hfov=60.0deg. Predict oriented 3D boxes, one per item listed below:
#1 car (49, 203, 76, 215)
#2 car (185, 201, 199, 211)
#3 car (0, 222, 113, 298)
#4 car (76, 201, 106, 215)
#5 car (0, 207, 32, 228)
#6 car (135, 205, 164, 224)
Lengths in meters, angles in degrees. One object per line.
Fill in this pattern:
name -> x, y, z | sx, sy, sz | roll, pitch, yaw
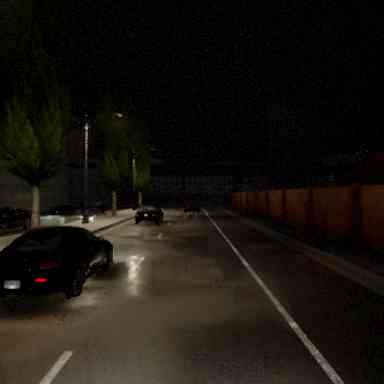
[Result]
car -> -15.002, 1.943, 39.171 | 1.895, 1.301, 4.718 | 0, 0, 0
car -> 0.012, 1.926, 46.220 | 1.812, 1.442, 4.674 | 0, 0, 0
car -> -3.401, 1.601, 8.599 | 1.812, 1.442, 4.674 | 0, 0, 0
car -> -11.502, 1.868, 39.201 | 2.128, 1.511, 4.902 | 0, 0, 0
car -> -11.597, 1.682, 20.345 | 1.837, 1.490, 4.892 | 0, -1, 0
car -> -3.400, 1.782, 27.034 | 2.033, 1.411, 5.357 | 0, -1, 0
